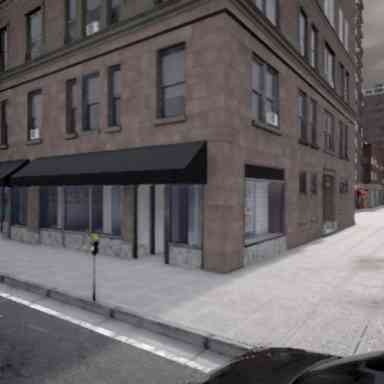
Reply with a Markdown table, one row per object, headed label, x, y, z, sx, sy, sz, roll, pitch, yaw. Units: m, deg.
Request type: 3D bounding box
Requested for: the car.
| label | x | y | z | sx | sy | sz | roll | pitch | yaw |
| --- | --- | --- | --- | --- | --- | --- | --- | --- | --- |
| car | 1.705 | 1.567 | 1.595 | 4.313 | 1.339 | 1.947 | 0 | 0 | 36 |
